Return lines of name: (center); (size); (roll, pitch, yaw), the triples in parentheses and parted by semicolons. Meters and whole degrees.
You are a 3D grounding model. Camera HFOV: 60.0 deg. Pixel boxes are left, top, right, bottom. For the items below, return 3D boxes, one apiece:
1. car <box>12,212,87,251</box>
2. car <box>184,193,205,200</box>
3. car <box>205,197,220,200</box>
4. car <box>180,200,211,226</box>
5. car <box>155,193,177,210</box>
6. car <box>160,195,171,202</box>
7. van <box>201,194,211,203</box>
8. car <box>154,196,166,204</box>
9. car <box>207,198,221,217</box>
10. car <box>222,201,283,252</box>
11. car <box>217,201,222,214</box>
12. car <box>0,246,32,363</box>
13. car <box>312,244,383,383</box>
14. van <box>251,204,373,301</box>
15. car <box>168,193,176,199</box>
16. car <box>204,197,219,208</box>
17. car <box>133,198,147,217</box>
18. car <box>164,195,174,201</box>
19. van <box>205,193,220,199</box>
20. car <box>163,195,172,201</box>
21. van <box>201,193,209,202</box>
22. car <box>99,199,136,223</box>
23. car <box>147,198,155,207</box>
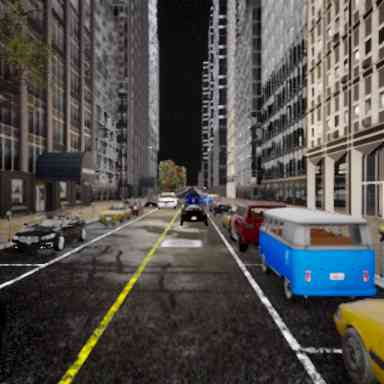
car: (-5.678, 1.535, 13.745); (2.008, 1.369, 4.403); (0, 0, 0)
car: (0.147, 1.152, 41.006); (2.150, 2.045, 5.566); (0, -1, 0)
car: (2.728, 1.528, 36.529); (1.802, 1.307, 4.206); (0, 0, 0)
car: (0.125, 1.497, 23.223); (1.812, 1.442, 4.674); (0, 0, 0)
car: (-3.049, 1.153, 42.312); (2.150, 2.045, 5.566); (0, 0, 0)
car: (-5.616, 1.402, 70.729); (1.887, 1.381, 4.507); (0, 0, 0)
van: (2.758, 1.214, 65.019); (1.690, 1.788, 3.998); (0, 0, 0)
car: (-5.628, 1.470, 59.332); (1.802, 1.307, 4.206); (0, 0, 0)
car: (2.721, 1.509, 30.831); (2.008, 1.369, 4.403); (0, 0, 0)
car: (2.702, 1.300, 13.733); (2.192, 1.841, 5.009); (0, 0, 0)
car: (2.709, 1.503, 19.602); (1.752, 1.417, 4.829); (0, 0, 0)
car: (-3.097, 1.503, 1.999); (1.837, 1.490, 4.892); (0, 0, 0)
car: (2.690, 1.523, 2.506); (1.752, 1.417, 4.829); (0, 0, 0)
van: (2.696, 1.333, 8.034); (1.690, 1.788, 3.998); (0, 0, 0)
car: (-5.591, 1.222, 93.522); (1.967, 1.590, 4.097); (0, 0, 0)
car: (2.740, 1.463, 47.925); (1.887, 1.381, 4.507); (0, 0, 0)
car: (-5.660, 1.398, 30.842); (1.967, 1.590, 4.097); (0, 0, 0)
car: (-5.604, 1.372, 82.125); (2.008, 1.369, 4.403); (0, 0, 0)
van: (2.733, 1.274, 42.227); (1.690, 1.788, 3.998); (0, 0, 0)
car: (-5.610, 1.422, 76.428); (1.802, 1.307, 4.206); (0, 0, 0)
van: (2.764, 1.198, 70.719); (1.690, 1.788, 3.998); (0, 0, 0)
car: (-5.666, 1.494, 24.971); (1.752, 1.417, 4.829); (0, 0, 0)
car: (-5.641, 1.485, 47.935); (1.947, 1.339, 4.313); (0, 0, 0)
